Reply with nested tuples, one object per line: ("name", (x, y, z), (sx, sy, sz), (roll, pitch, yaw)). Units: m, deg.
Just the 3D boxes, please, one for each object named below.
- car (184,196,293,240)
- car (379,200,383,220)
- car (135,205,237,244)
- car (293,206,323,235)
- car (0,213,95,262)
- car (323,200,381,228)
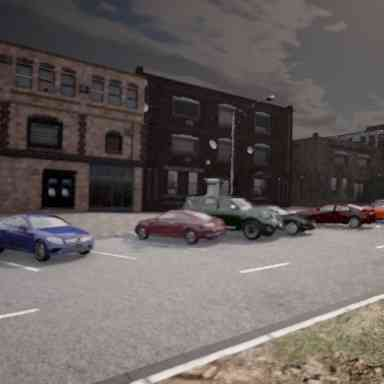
("car", (1.932, 1.234, 17.238), (5.566, 2.045, 2.435), (-1, -1, 36))
("car", (14.577, 1.382, 25.477), (4.553, 1.767, 2.185), (-1, -1, 37))
("car", (-0.594, 1.521, 15.546), (4.674, 1.452, 2.002), (-1, -1, 35))
("car", (4.417, 1.490, 18.933), (5.008, 1.535, 2.097), (-1, -1, 36))
("car", (-5.565, 1.512, 12.119), (4.674, 1.452, 2.002), (-1, -1, 35))
("car", (9.472, 1.499, 22.235), (5.008, 1.535, 2.097), (-1, -1, 37))
